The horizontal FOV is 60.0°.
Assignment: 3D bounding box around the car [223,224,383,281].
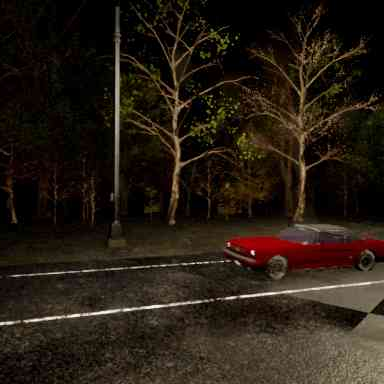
[{"bbox_3d":[3.346,1.630,9.754,4.718,1.301,1.895,0,0,-18],"label":"car"}]
